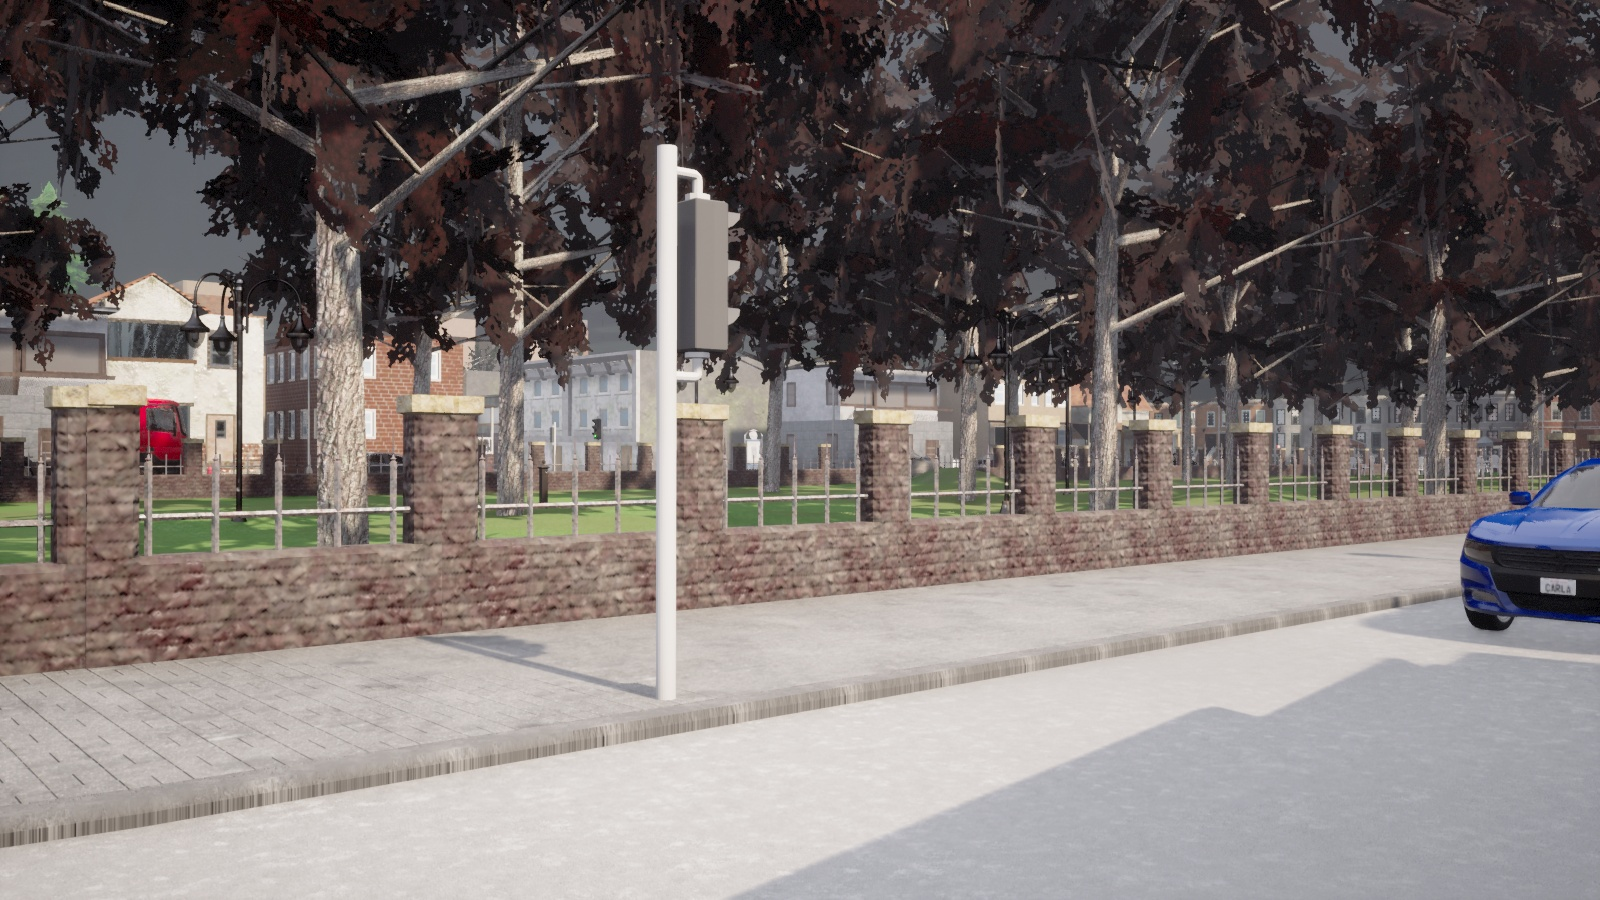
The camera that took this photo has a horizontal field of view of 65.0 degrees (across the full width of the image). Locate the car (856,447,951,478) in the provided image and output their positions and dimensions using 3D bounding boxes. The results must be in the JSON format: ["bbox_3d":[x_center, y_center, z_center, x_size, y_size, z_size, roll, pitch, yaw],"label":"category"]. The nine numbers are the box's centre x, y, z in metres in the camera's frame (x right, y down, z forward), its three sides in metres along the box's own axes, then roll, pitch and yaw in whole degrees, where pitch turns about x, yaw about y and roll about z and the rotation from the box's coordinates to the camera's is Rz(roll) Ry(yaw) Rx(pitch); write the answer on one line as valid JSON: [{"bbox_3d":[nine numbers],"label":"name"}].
[{"bbox_3d":[5.717,0.680,69.118,5.027,1.651,2.152,0,0,-37],"label":"car"}]

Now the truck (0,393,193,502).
[{"bbox_3d":[-25.174,-0.080,42.380,7.936,3.462,2.891,0,0,-45],"label":"truck"}]

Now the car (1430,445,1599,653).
[{"bbox_3d":[7.637,0.733,11.085,5.008,1.535,1.882,0,0,-40],"label":"car"}]

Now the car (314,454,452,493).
[{"bbox_3d":[-16.541,0.907,49.950,4.892,1.490,1.837,0,0,-43],"label":"car"}]

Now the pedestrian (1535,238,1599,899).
[{"bbox_3d":[1.971,0.494,2.538,0.540,1.848,0.694,0,0,-41],"label":"pedestrian"}]
